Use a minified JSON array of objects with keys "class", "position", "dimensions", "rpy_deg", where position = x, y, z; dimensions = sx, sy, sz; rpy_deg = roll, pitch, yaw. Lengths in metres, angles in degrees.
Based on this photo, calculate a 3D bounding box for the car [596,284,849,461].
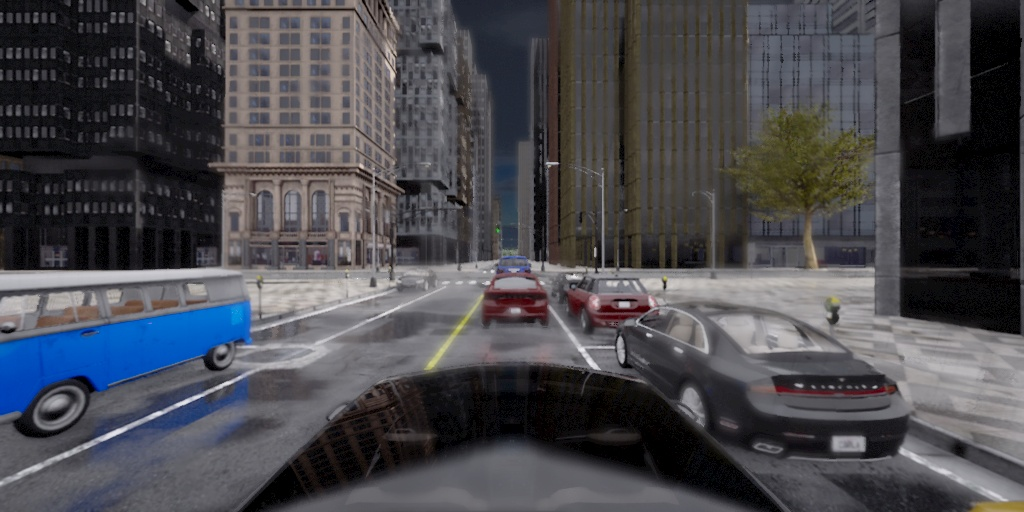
[{"class":"car","position":[2.767,1.317,5.119],"dimensions":[2.007,1.370,4.403],"rpy_deg":[0,0,0]}]

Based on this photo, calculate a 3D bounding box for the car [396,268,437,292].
[{"class":"car","position":[-5.741,1.394,22.050],"dimensions":[2.007,1.370,4.403],"rpy_deg":[0,0,0]}]

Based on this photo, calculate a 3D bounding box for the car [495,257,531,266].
[{"class":"car","position":[0.061,1.070,23.474],"dimensions":[2.150,2.045,5.566],"rpy_deg":[0,-1,-1]}]

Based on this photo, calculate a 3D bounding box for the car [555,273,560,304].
[{"class":"car","position":[2.779,1.369,16.401],"dimensions":[2.007,1.370,4.403],"rpy_deg":[0,0,0]}]

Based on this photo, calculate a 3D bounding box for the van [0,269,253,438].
[{"class":"van","position":[-5.758,1.107,5.127],"dimensions":[1.690,1.789,3.998],"rpy_deg":[0,0,0]}]

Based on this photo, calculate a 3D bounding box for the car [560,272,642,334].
[{"class":"car","position":[2.773,1.232,10.760],"dimensions":[1.967,1.591,4.097],"rpy_deg":[0,0,0]}]

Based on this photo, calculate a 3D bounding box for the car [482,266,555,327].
[{"class":"car","position":[0.105,1.275,11.754],"dimensions":[1.882,1.535,5.008],"rpy_deg":[0,0,0]}]
